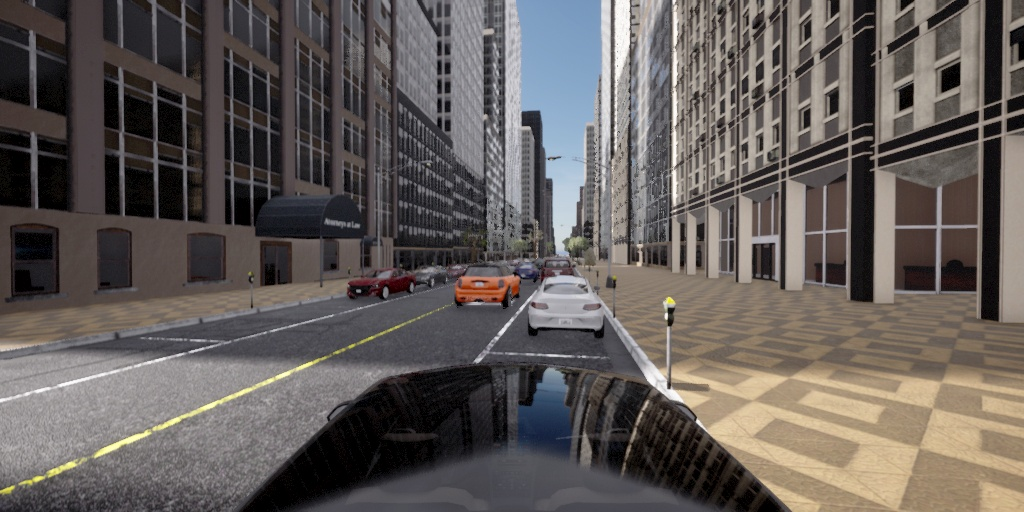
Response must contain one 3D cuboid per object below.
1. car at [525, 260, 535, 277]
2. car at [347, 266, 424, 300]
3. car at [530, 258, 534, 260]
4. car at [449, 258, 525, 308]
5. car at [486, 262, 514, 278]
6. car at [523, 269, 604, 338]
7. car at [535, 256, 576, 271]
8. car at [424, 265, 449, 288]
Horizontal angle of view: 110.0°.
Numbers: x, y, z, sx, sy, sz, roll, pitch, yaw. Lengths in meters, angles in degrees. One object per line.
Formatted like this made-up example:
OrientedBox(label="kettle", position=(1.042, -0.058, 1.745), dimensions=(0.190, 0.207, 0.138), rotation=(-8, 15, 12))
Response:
OrientedBox(label="car", position=(1.169, 1.255, 28.358), dimensions=(1.812, 1.442, 4.674), rotation=(0, 0, 9))
OrientedBox(label="car", position=(-6.283, 1.275, 17.701), dimensions=(1.888, 1.381, 4.507), rotation=(0, 0, 9))
OrientedBox(label="car", position=(3.976, 1.069, 46.931), dimensions=(2.097, 1.767, 4.553), rotation=(0, 0, 9))
OrientedBox(label="car", position=(-0.875, 1.090, 15.398), dimensions=(2.097, 1.767, 4.553), rotation=(0, 0, 9))
OrientedBox(label="car", position=(-1.076, 1.323, 34.799), dimensions=(1.895, 1.301, 4.718), rotation=(0, 0, 9))
OrientedBox(label="car", position=(1.514, 1.270, 10.116), dimensions=(1.812, 1.442, 4.674), rotation=(0, 0, 9))
OrientedBox(label="car", position=(2.852, 1.051, 22.072), dimensions=(2.192, 1.841, 5.009), rotation=(0, 0, 9))
OrientedBox(label="car", position=(-5.436, 1.277, 23.321), dimensions=(2.007, 1.370, 4.403), rotation=(0, 0, 9))
